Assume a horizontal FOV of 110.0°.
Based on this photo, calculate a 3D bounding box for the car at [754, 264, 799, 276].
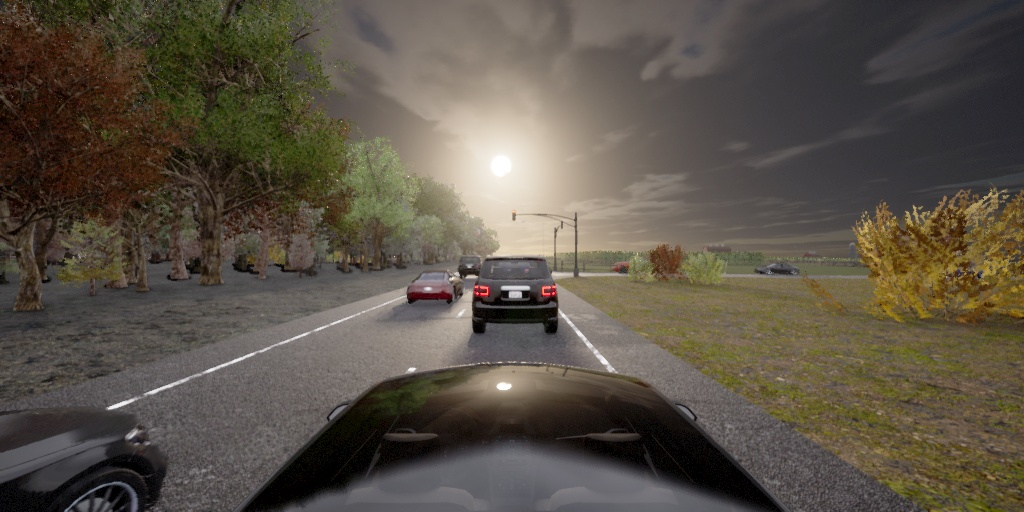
[{"bbox_3d":[32.468,1.664,44.128,4.892,1.490,1.837,1,-1,0],"label":"car"}]

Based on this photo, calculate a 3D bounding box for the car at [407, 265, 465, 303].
[{"bbox_3d":[-3.432,1.316,16.658,1.994,1.385,4.181,0,0,0],"label":"car"}]

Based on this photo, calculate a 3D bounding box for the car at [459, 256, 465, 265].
[{"bbox_3d":[-3.467,0.975,31.899,2.150,2.045,5.566,0,0,0],"label":"car"}]

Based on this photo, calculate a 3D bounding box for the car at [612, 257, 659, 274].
[{"bbox_3d":[15.262,1.191,44.291,5.566,2.045,2.150,0,-1,2],"label":"car"}]

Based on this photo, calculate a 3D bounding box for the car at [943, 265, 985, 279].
[{"bbox_3d":[50.293,1.770,40.462,5.008,1.535,1.882,1,-1,1],"label":"car"}]

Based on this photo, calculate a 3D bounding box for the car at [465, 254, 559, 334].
[{"bbox_3d":[0.078,0.973,10.813,2.150,2.045,5.566,0,0,0],"label":"car"}]

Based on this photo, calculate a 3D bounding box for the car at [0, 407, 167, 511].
[{"bbox_3d":[-3.397,1.276,0.591,1.812,1.442,4.674,0,0,0],"label":"car"}]
